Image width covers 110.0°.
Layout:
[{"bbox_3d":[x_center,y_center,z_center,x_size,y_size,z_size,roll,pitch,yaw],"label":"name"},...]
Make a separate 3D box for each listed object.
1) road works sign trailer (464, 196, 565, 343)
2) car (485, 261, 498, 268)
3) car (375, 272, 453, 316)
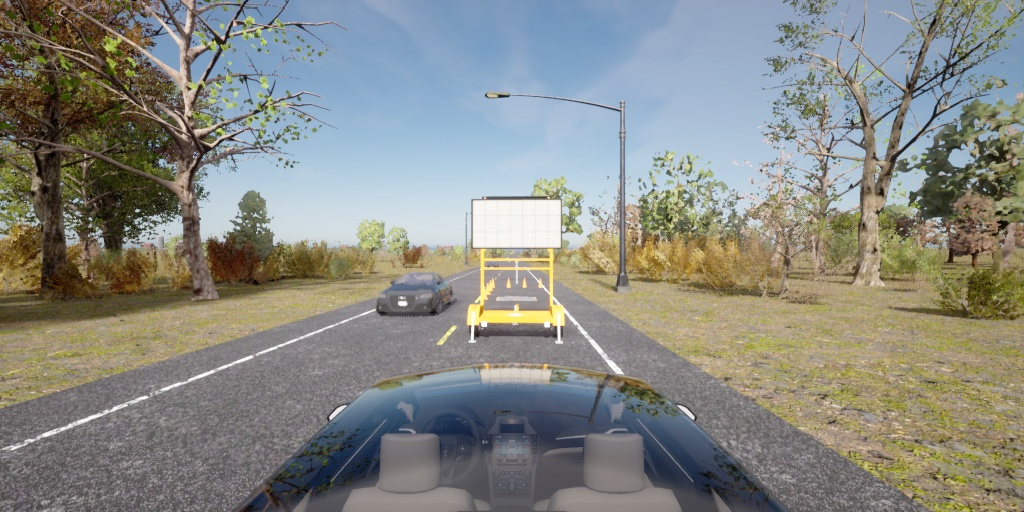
[{"bbox_3d":[0.130,0.211,9.638,2.380,3.560,2.880,0,0,2],"label":"road works sign trailer"},{"bbox_3d":[-3.078,1.271,55.651,2.033,1.411,5.357,0,0,0],"label":"car"},{"bbox_3d":[-3.431,1.309,13.302,1.994,1.385,4.181,0,0,1],"label":"car"}]
